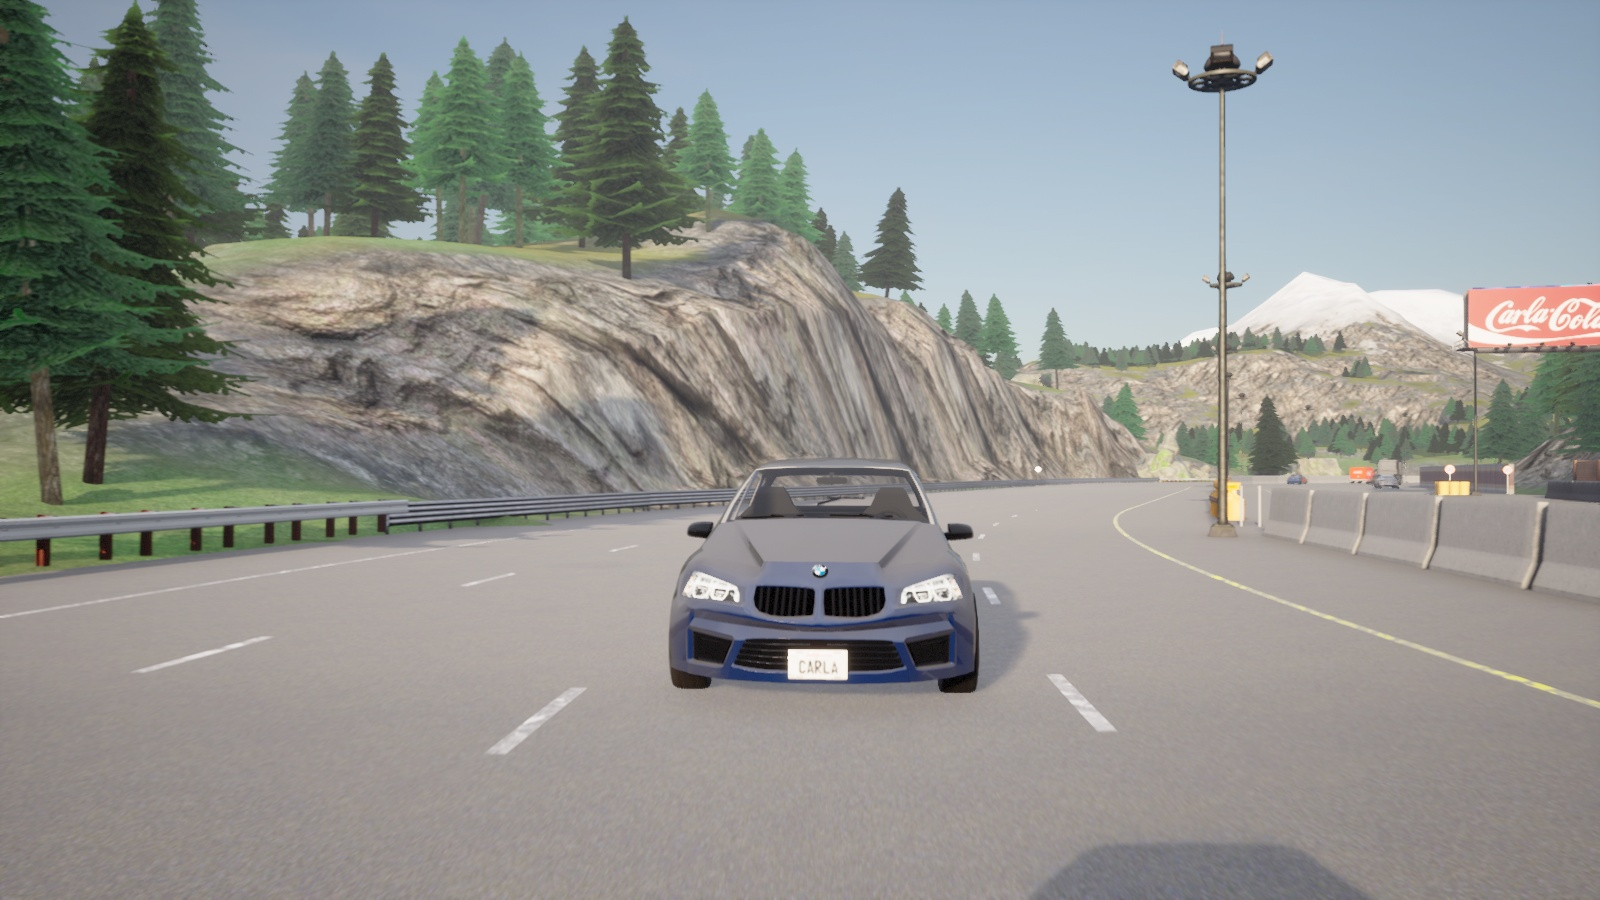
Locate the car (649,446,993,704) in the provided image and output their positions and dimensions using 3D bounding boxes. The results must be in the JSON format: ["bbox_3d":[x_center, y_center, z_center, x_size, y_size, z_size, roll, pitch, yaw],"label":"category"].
[{"bbox_3d":[0.280,0.829,10.496,2.242,1.667,4.611,0,0,4],"label":"car"}]
